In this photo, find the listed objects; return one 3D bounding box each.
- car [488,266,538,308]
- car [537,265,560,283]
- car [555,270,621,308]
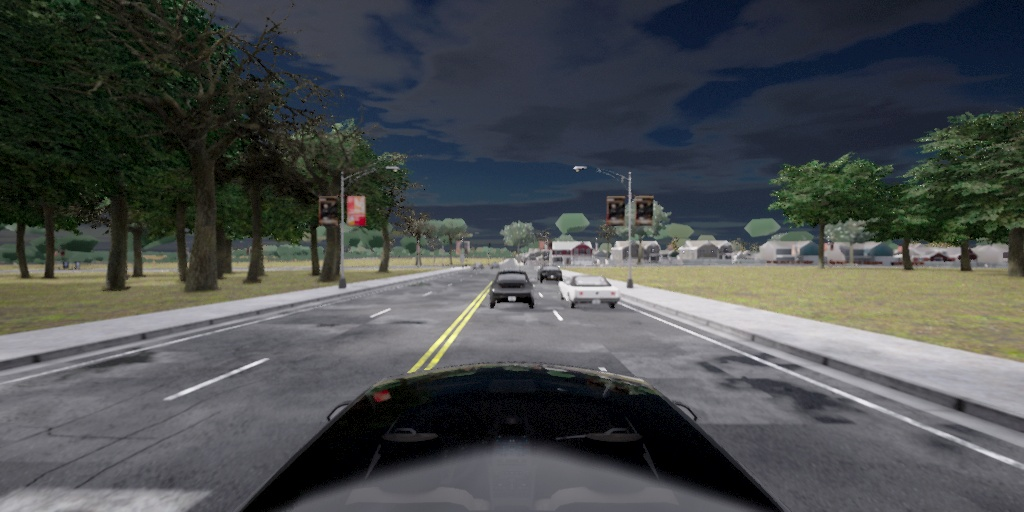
[{"bbox_3d":[-0.001,1.401,16.160,1.837,1.490,4.892,0,0,0],"label":"car"},{"bbox_3d":[3.244,1.526,31.348,1.882,1.535,5.008,0,0,0],"label":"car"},{"bbox_3d":[3.246,1.491,15.962,1.895,1.301,4.718,0,-1,0],"label":"car"}]
